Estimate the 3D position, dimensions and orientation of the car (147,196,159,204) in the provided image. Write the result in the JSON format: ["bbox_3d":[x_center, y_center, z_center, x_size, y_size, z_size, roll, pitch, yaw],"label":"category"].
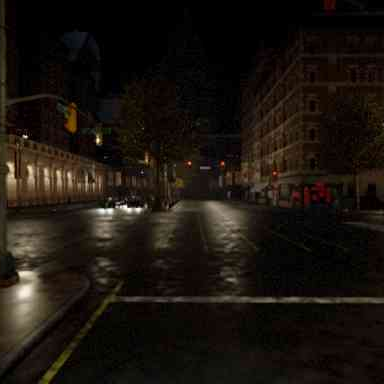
[{"bbox_3d":[-7.974,1.521,68.388,1.882,1.535,5.008,0,0,0],"label":"car"}]

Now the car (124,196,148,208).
[{"bbox_3d":[-8.002,1.594,47.862,1.994,1.385,4.181,0,0,1],"label":"car"}]

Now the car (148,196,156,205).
[{"bbox_3d":[-7.978,1.542,58.046,1.837,1.490,4.892,0,0,0],"label":"car"}]

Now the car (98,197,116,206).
[{"bbox_3d":[-14.728,1.631,58.044,1.895,1.301,4.718,0,0,0],"label":"car"}]

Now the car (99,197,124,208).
[{"bbox_3d":[-11.502,1.521,47.491,2.128,1.511,4.902,0,0,0],"label":"car"}]

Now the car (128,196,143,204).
[{"bbox_3d":[-11.475,1.534,67.559,2.128,1.511,4.902,0,0,0],"label":"car"}]
